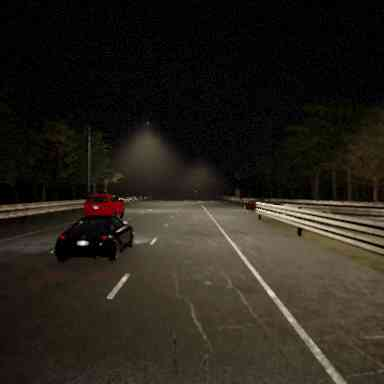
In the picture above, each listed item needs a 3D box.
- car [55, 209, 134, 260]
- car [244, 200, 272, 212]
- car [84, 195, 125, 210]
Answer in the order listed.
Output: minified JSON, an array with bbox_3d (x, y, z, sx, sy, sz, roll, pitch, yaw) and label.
[{"bbox_3d":[-3.400,1.561,12.347,1.994,1.385,4.181,0,0,0],"label":"car"},{"bbox_3d":[7.805,1.609,39.252,1.994,1.385,4.181,0,0,-18],"label":"car"},{"bbox_3d":[-6.898,1.220,26.543,2.150,2.045,5.566,0,0,0],"label":"car"}]
